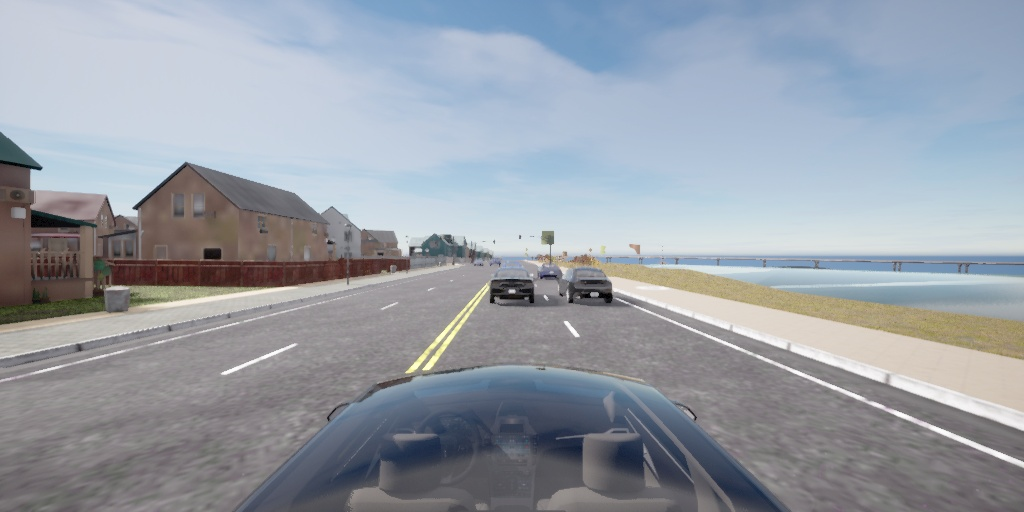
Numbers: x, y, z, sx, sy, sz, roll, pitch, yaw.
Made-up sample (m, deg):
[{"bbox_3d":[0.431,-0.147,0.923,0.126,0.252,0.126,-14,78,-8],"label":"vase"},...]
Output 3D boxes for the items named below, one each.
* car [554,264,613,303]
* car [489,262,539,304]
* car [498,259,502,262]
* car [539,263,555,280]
[{"bbox_3d":[3.250,1.266,16.500,1.837,1.490,4.892,0,0,0],"label":"car"},{"bbox_3d":[0.000,1.234,16.500,1.882,1.535,5.008,0,0,0],"label":"car"},{"bbox_3d":[0.000,1.241,31.501,1.882,1.535,5.008,0,0,0],"label":"car"},{"bbox_3d":[3.250,1.329,31.501,1.994,1.385,4.181,0,0,0],"label":"car"}]
